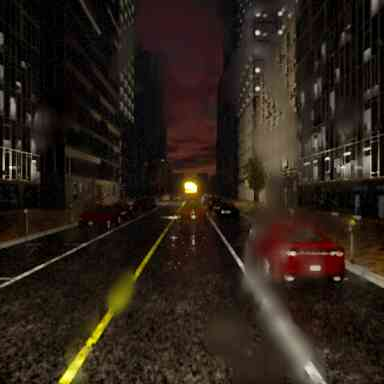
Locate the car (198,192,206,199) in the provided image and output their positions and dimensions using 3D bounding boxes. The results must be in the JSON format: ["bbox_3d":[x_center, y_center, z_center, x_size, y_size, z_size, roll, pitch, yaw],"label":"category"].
[{"bbox_3d":[2.711,0.975,94.877,2.192,1.841,5.009,0,0,0],"label":"car"}]

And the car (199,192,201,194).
[{"bbox_3d":[2.704,1.245,60.725,1.967,1.590,4.097,0,0,0],"label":"car"}]

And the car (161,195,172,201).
[{"bbox_3d":[-5.675,1.285,71.951,1.752,1.417,4.829,0,0,0],"label":"car"}]

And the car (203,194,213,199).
[{"bbox_3d":[2.701,1.414,49.340,1.947,1.339,4.313,0,0,0],"label":"car"}]

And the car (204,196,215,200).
[{"bbox_3d":[2.699,1.454,37.956,1.947,1.339,4.313,0,0,0],"label":"car"}]

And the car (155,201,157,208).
[{"bbox_3d":[-5.681,1.434,43.658,1.947,1.339,4.313,0,0,0],"label":"car"}]

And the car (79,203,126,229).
[{"bbox_3d":[-5.685,1.488,20.887,1.887,1.381,4.507,0,0,0],"label":"car"}]

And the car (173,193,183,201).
[{"bbox_3d":[-2.988,1.095,72.984,2.097,1.767,4.553,0,0,0],"label":"car"}]

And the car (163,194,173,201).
[{"bbox_3d":[-5.674,1.285,77.815,2.008,1.369,4.403,0,0,0],"label":"car"}]

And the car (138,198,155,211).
[{"bbox_3d":[-5.681,1.433,37.966,1.887,1.381,4.507,0,0,0],"label":"car"}]

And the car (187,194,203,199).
[{"bbox_3d":[0.108,1.381,41.629,1.837,1.490,4.892,0,0,0],"label":"car"}]

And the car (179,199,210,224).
[{"bbox_3d":[0.104,1.459,24.005,1.812,1.442,4.674,0,0,0],"label":"car"}]

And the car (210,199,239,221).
[{"bbox_3d":[2.697,1.491,26.572,1.947,1.339,4.313,0,0,0],"label":"car"}]

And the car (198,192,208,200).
[{"bbox_3d":[2.709,1.025,83.493,2.192,1.841,5.009,0,0,0],"label":"car"}]

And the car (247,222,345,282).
[{"bbox_3d":[2.694,1.520,9.495,1.887,1.381,4.507,0,0,0],"label":"car"}]

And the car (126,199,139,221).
[{"bbox_3d":[-5.684,1.507,26.581,1.802,1.307,4.206,0,0,0],"label":"car"}]

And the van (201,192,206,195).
[{"bbox_3d":[2.703,1.168,55.033,1.690,1.788,3.998,0,0,0],"label":"van"}]
